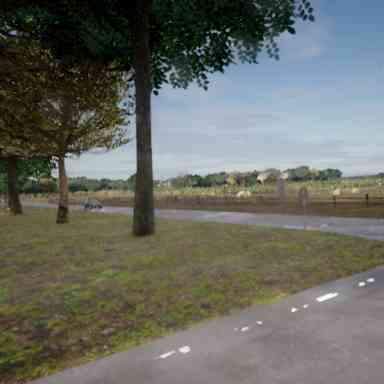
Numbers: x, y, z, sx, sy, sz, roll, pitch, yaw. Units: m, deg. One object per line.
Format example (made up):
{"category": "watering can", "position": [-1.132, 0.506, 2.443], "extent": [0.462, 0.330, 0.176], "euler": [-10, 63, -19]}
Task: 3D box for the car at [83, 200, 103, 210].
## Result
{"category": "car", "position": [-15.631, 1.976, 52.338], "extent": [1.837, 1.490, 4.892], "euler": [-3, 1, -36]}
